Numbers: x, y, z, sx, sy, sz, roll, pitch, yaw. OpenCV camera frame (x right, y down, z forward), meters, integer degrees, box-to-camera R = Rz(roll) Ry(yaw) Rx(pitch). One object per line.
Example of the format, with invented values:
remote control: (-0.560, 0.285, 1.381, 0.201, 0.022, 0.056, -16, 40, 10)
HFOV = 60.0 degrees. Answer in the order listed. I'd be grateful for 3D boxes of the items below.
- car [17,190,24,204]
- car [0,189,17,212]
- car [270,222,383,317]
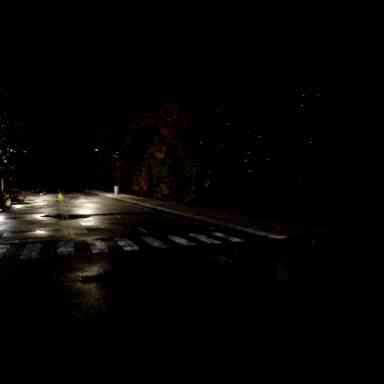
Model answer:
car: (-19.595, 0.472, 36.418, 1.882, 1.535, 5.008, -1, 2, -21)
car: (-15.585, 0.749, 26.453, 2.128, 1.511, 4.902, -1, 2, -22)
car: (3.401, 1.283, 6.051, 1.882, 1.535, 5.008, -1, 2, -22)
